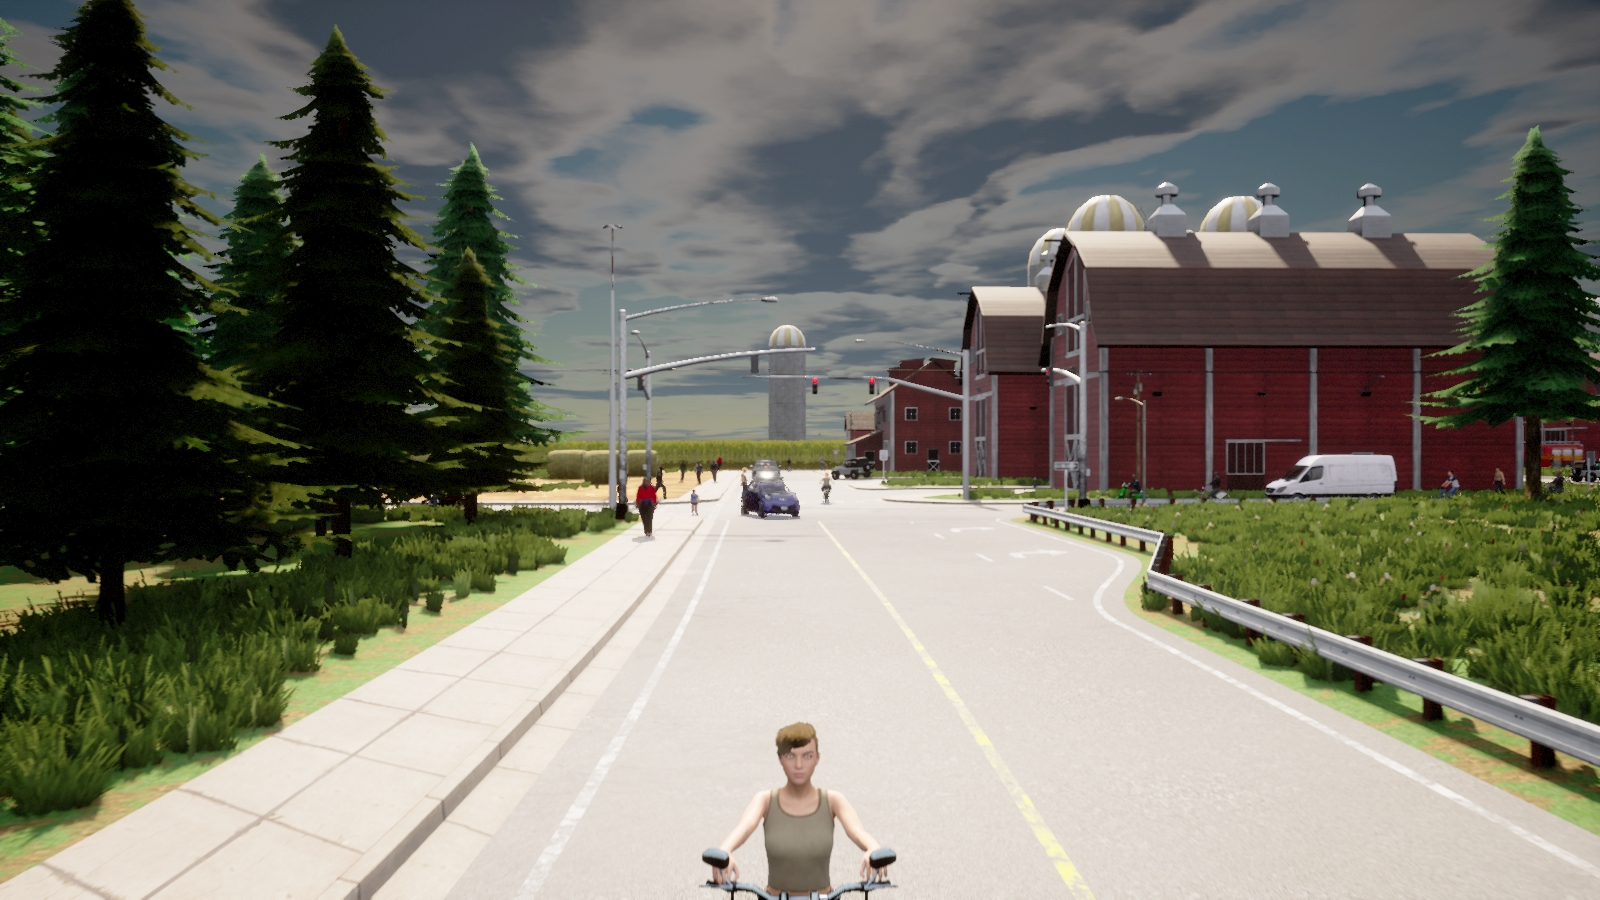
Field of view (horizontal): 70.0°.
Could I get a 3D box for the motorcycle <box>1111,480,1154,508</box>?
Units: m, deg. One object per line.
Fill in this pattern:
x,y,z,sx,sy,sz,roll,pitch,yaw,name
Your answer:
16.039,2.100,55.141,1.805,1.316,0.856,0,0,-1,motorcycle

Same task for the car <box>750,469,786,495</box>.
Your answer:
-2.036,1.980,71.952,2.163,1.488,4.792,0,0,-2,car

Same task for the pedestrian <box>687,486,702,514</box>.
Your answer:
-4.229,2.020,45.824,0.500,1.100,0.500,0,0,10,pedestrian

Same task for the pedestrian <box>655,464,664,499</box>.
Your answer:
-7.352,1.641,59.788,0.375,1.860,0.375,0,0,0,pedestrian

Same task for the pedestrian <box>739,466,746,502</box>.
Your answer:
-2.975,1.780,59.411,0.375,1.860,0.375,0,0,-3,pedestrian

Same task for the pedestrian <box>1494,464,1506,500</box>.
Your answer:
36.525,1.652,59.611,0.375,1.860,0.375,0,0,-8,pedestrian

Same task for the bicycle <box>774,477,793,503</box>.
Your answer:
-0.863,2.087,59.813,0.859,1.276,1.487,-1,0,4,bicycle

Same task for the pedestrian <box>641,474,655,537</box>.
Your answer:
-4.541,1.644,34.045,0.375,1.860,0.375,0,0,-1,pedestrian

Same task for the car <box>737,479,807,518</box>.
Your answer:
-1.205,1.984,47.422,1.845,1.501,3.633,1,0,-19,car

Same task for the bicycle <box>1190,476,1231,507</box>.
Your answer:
19.850,2.019,55.237,1.835,1.471,0.329,0,0,-1,bicycle

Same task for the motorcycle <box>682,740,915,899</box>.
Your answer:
-0.006,2.123,4.597,0.764,1.307,2.356,0,0,0,motorcycle

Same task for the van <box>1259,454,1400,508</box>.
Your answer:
25.585,1.493,55.336,5.915,2.561,1.988,0,0,-1,van
